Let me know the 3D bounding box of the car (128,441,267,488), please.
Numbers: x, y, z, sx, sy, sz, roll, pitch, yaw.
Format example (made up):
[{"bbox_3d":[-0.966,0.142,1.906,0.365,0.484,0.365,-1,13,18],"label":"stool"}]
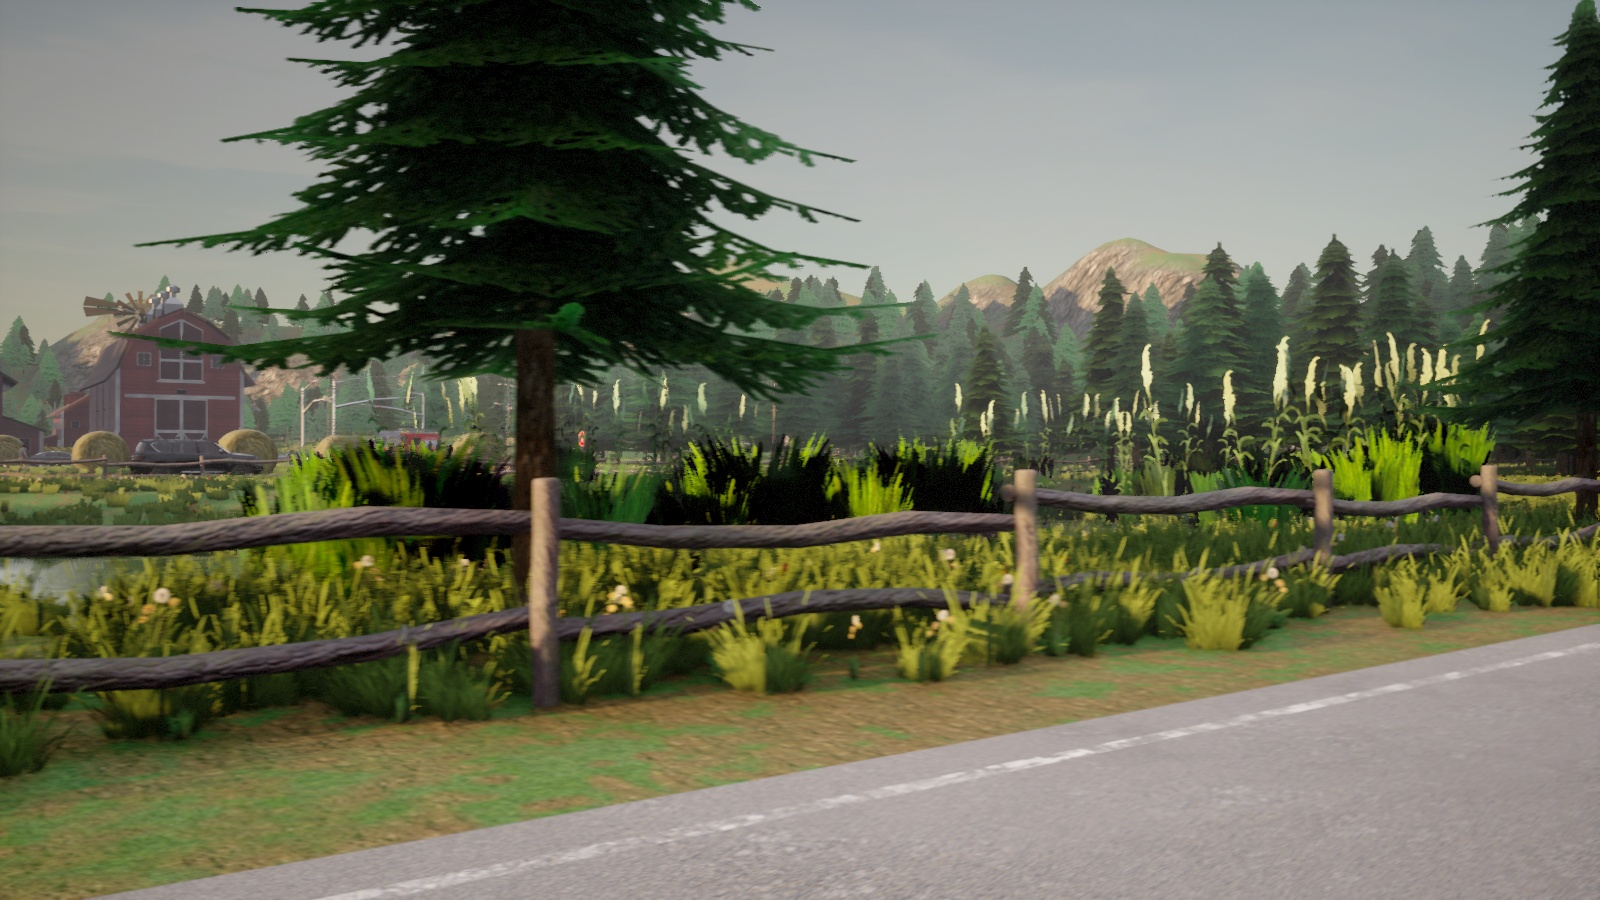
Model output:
[{"bbox_3d":[-27.728,0.637,57.866,5.566,2.045,2.150,0,0,-32],"label":"car"}]
